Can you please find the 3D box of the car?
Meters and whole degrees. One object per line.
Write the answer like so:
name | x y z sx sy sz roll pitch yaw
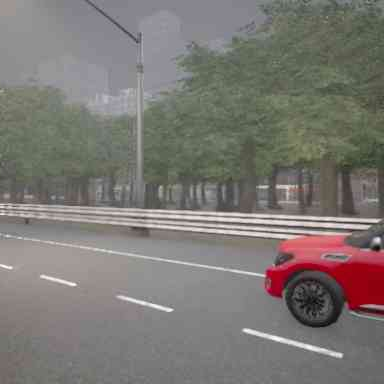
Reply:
car | 4.009 1.222 5.306 5.566 2.045 2.150 0 0 36
